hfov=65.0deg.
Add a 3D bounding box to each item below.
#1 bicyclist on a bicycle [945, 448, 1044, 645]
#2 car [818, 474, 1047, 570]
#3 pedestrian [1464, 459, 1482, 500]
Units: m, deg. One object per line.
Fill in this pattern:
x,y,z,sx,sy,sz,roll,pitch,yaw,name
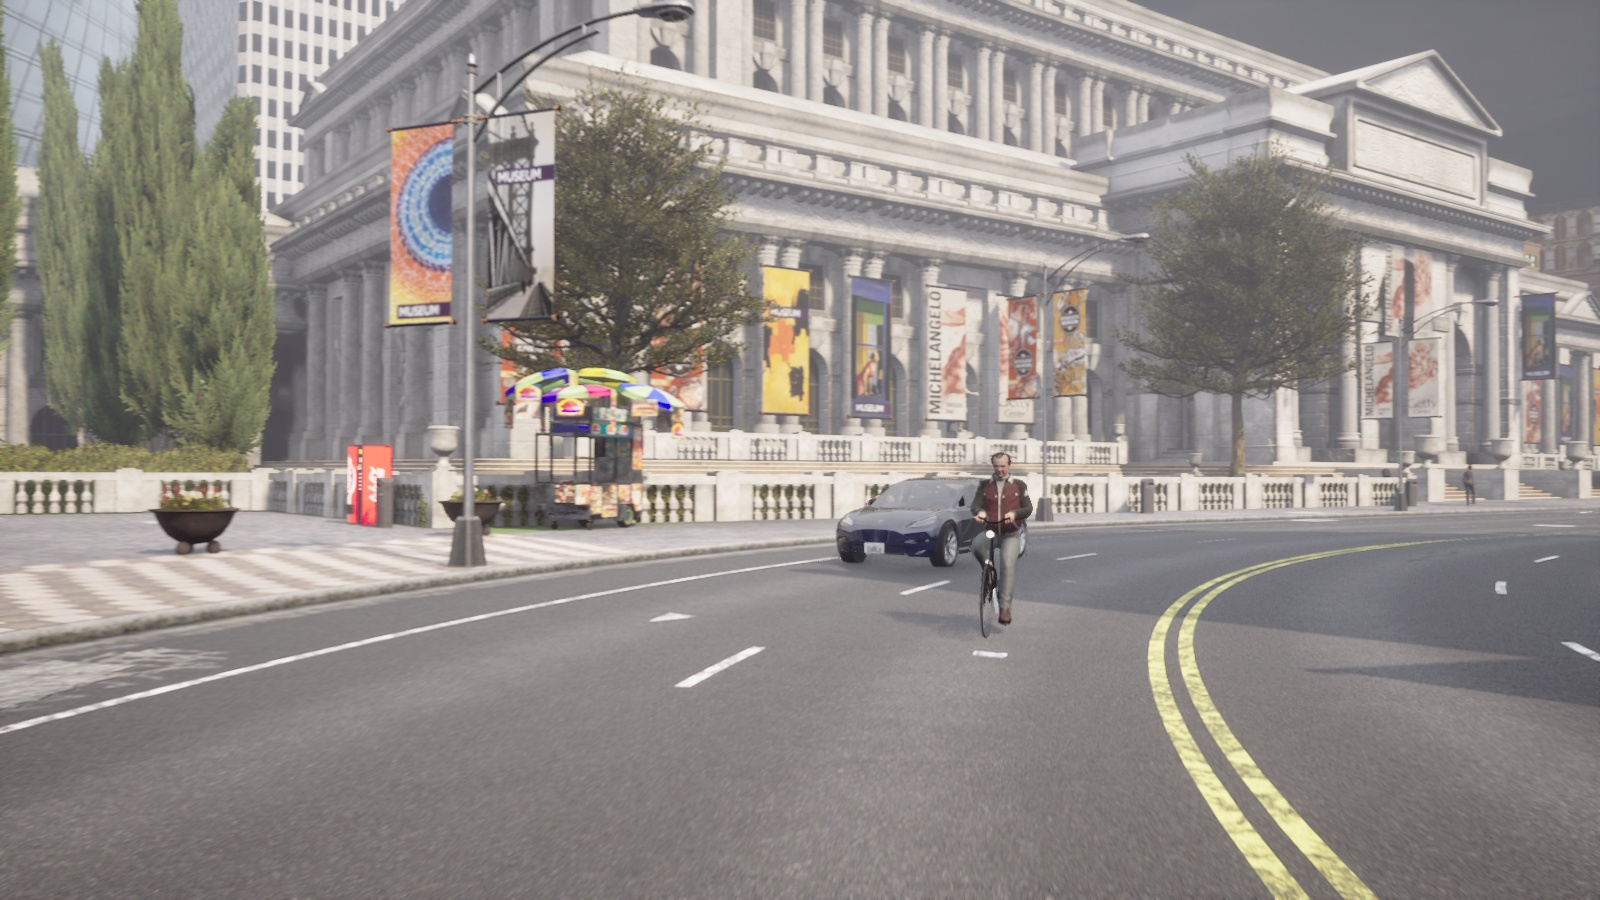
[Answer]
1.937,0.886,12.314,0.659,1.776,1.843,0,-1,18,bicyclist on a bicycle
2.482,1.180,22.258,2.163,1.488,4.792,-1,-1,32,car
30.140,1.328,56.224,0.869,1.805,0.328,1,-1,-36,pedestrian
